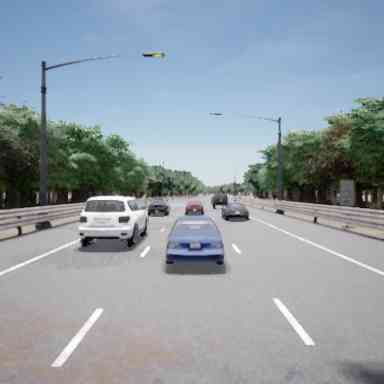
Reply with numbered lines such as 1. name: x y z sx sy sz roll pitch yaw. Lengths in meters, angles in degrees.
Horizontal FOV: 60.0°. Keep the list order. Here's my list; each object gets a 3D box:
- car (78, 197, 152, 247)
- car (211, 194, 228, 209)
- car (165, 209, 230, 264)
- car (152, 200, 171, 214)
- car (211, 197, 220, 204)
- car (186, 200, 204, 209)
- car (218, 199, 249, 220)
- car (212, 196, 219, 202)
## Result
1. car: -3.394 1.221 15.261 2.150 2.045 5.566 0 0 0
2. car: 4.063 1.302 48.033 2.150 2.045 5.566 0 0 2
3. car: 0.099 1.545 11.775 2.033 1.411 5.357 0 0 0
4. car: -3.212 1.540 33.298 1.837 1.490 4.892 0 0 1
5. car: 5.255 1.821 73.773 1.994 1.385 4.181 0 0 3
6. car: 0.309 1.564 34.433 1.812 1.442 4.674 0 0 1
7. car: 3.599 1.583 28.096 1.994 1.385 4.181 0 0 1
8. car: 6.178 1.884 87.599 1.837 1.490 4.892 0 0 4
